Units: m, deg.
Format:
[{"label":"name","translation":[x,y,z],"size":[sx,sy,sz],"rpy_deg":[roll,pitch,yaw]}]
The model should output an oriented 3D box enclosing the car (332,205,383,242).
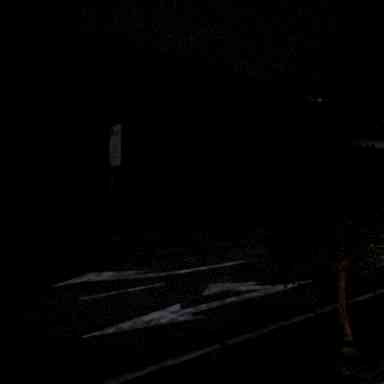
[{"label":"car","translation":[8.881,1.400,16.103],"size":[5.008,1.535,2.097],"rpy_deg":[0,0,-31]}]
